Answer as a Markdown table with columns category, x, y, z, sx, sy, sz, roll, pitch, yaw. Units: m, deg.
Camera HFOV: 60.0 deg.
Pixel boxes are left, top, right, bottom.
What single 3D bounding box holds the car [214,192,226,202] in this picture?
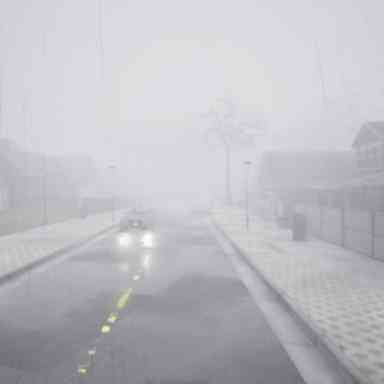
| category | x | y | z | sx | sy | sz | roll | pitch | yaw |
| --- | --- | --- | --- | --- | --- | --- | --- | --- | --- |
| car | 5.752 | 0.935 | 69.538 | 2.150 | 2.045 | 5.566 | 0 | 0 | 15 |

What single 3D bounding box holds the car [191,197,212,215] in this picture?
| category | x | y | z | sx | sy | sz | roll | pitch | yaw |
| --- | --- | --- | --- | --- | --- | --- | --- | --- | --- |
| car | 0.900 | 1.463 | 32.386 | 1.812 | 1.442 | 4.674 | 0 | 0 | 3 |

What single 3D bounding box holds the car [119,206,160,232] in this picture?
| category | x | y | z | sx | sy | sz | roll | pitch | yaw |
| --- | --- | --- | --- | --- | --- | --- | --- | --- | --- |
| car | -3.047 | 1.560 | 19.922 | 1.994 | 1.385 | 4.181 | 0 | 0 | 0 |

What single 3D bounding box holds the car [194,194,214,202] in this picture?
| category | x | y | z | sx | sy | sz | roll | pitch | yaw |
| --- | --- | --- | --- | --- | --- | --- | --- | --- | --- |
| car | 1.866 | 1.380 | 51.163 | 1.812 | 1.442 | 4.674 | 0 | 0 | 10 |

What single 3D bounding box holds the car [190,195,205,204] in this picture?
| category | x | y | z | sx | sy | sz | roll | pitch | yaw |
| --- | --- | --- | --- | --- | --- | --- | --- | --- | --- |
| car | 1.102 | 1.330 | 61.895 | 1.812 | 1.442 | 4.674 | 0 | 0 | 12 |
